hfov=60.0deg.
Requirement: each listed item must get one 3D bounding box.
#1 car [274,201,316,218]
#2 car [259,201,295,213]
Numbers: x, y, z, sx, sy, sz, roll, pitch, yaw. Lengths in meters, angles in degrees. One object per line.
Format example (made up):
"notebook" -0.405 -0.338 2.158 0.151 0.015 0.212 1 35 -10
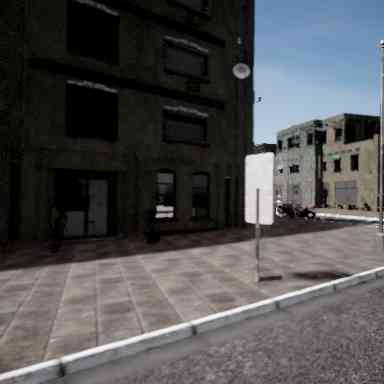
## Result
"car" 9.606 1.610 30.737 1.947 1.339 4.313 1 -1 -16
"car" 9.858 1.728 39.076 1.895 1.301 4.718 1 -1 -16
